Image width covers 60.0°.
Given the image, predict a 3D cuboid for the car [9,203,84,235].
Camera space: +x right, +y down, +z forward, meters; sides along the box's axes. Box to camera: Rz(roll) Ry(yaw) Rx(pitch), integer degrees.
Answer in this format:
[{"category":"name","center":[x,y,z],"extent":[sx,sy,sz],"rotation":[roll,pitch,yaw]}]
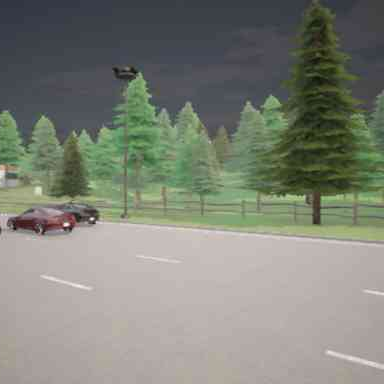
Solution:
[{"category":"car","center":[-8.384,1.514,18.548],"extent":[4.674,1.442,1.812],"rotation":[0,0,35]}]

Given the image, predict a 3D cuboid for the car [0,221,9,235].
[{"category":"car","center":[-11.099,1.552,16.203],"extent":[4.181,1.385,1.994],"rotation":[0,0,35]}]

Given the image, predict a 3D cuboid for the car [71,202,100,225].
[{"category":"car","center":[-8.438,1.492,22.903],"extent":[4.892,1.490,1.837],"rotation":[0,0,35]}]
